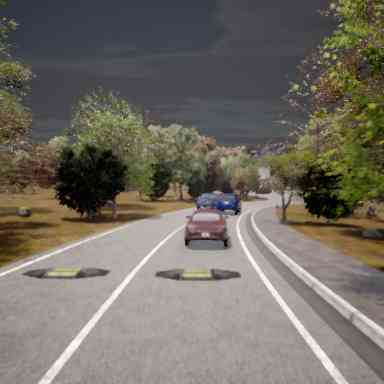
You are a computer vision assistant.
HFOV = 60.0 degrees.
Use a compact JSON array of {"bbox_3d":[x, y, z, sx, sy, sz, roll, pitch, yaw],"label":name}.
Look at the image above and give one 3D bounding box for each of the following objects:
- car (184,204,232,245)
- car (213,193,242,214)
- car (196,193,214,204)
[{"bbox_3d":[0.705,1.513,15.303,1.812,1.442,4.674,0,0,4],"label":"car"},{"bbox_3d":[4.023,1.225,35.548,2.150,2.045,5.566,1,0,13],"label":"car"},{"bbox_3d":[2.145,1.156,42.603,2.150,2.045,5.566,1,0,17],"label":"car"}]
